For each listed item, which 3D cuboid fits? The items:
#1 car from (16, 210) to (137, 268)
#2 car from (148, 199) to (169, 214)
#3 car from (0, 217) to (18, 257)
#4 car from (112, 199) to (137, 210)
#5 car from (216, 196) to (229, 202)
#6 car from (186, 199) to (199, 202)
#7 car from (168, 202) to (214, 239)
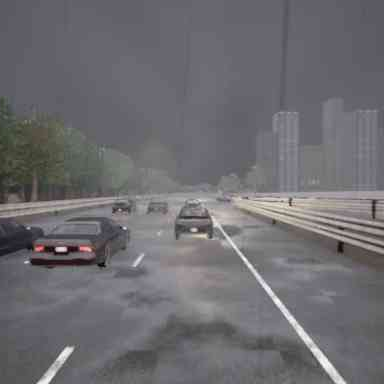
[{"bbox_3d":[-3.402,1.540,11.168,2.033,1.411,5.357,0,0,0],"label":"car"},{"bbox_3d":[-3.402,1.441,34.131,2.128,1.511,4.902,0,0,0],"label":"car"},{"bbox_3d":[-6.901,1.540,11.131,2.033,1.411,5.357,0,0,0],"label":"car"},{"bbox_3d":[-6.904,1.454,34.280,1.837,1.490,4.892,0,0,0],"label":"car"},{"bbox_3d":[6.300,1.444,69.310,1.994,1.385,4.181,0,0,-8],"label":"car"},{"bbox_3d":[0.095,1.473,35.399,1.812,1.442,4.674,0,0,0],"label":"car"},{"bbox_3d":[0.096,1.477,17.288,2.128,1.511,4.902,0,0,0],"label":"car"}]
